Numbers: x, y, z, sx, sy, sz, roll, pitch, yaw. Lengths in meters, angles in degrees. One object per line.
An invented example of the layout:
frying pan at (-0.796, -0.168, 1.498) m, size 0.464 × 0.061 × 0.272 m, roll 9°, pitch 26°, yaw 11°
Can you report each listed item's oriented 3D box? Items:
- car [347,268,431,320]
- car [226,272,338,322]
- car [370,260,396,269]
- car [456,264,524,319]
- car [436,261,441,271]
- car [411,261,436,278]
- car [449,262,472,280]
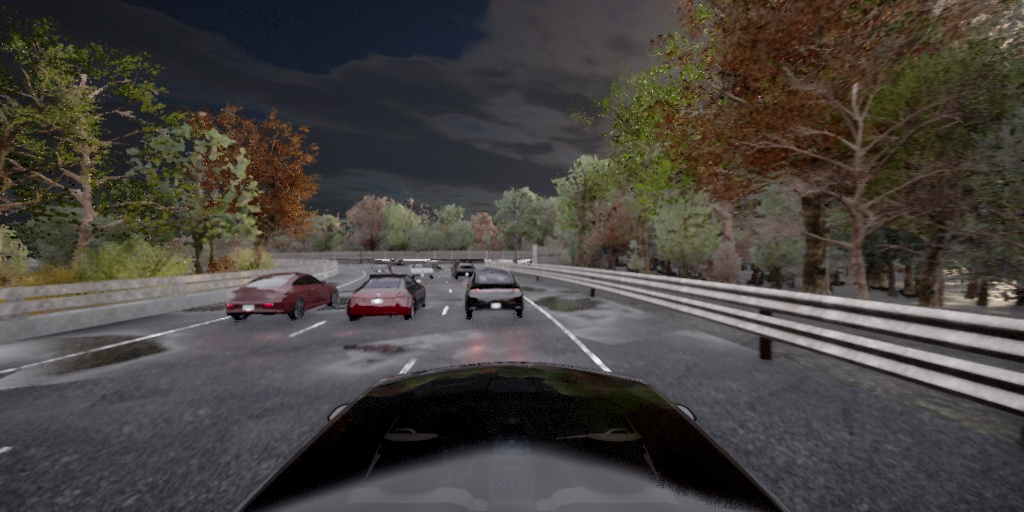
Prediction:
car at (-4.231, 1.317, 12.673) m, size 1.994 × 1.385 × 4.181 m, roll 0°, pitch 0°, yaw -6°
car at (-7.683, 1.291, 12.407) m, size 1.812 × 1.442 × 4.674 m, roll 0°, pitch 0°, yaw -6°
car at (-11.577, 1.306, 31.700) m, size 2.033 × 1.411 × 5.357 m, roll 0°, pitch 0°, yaw -17°
car at (-0.721, 1.233, 12.869) m, size 2.128 × 1.511 × 4.902 m, roll 0°, pitch 0°, yaw -6°
car at (-11.293, 1.340, 49.858) m, size 1.895 × 1.301 × 4.718 m, roll 0°, pitch 0°, yaw -25°
car at (-8.330, 1.347, 32.883) m, size 1.895 × 1.301 × 4.718 m, roll 0°, pitch 0°, yaw -17°
car at (-4.334, 1.239, 31.626) m, size 1.837 × 1.490 × 4.892 m, roll 0°, pitch 0°, yaw -16°
